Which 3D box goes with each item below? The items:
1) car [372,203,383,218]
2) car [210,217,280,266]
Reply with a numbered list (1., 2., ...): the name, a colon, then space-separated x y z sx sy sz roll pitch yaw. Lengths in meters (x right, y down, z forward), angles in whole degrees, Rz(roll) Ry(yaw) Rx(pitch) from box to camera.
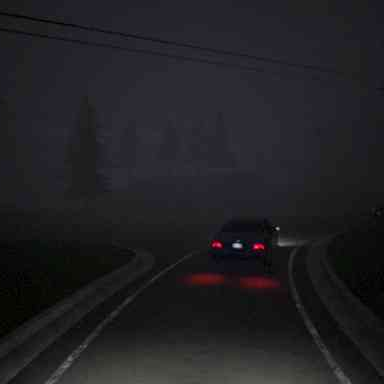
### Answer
1. car: 18.311 1.651 30.008 4.674 1.442 1.812 0 -1 -27
2. car: 2.049 1.597 11.901 2.033 1.411 5.357 0 0 17
